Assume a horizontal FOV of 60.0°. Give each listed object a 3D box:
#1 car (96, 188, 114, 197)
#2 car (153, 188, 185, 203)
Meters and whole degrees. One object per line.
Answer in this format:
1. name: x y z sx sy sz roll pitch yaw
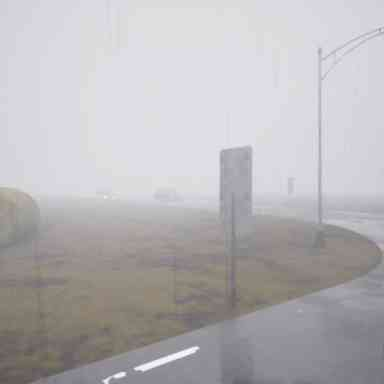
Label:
1. car: -14.799 0.022 56.280 1.837 1.490 4.892 1 1 -35
2. car: -2.706 0.301 38.947 2.097 1.767 4.553 0 1 -35
